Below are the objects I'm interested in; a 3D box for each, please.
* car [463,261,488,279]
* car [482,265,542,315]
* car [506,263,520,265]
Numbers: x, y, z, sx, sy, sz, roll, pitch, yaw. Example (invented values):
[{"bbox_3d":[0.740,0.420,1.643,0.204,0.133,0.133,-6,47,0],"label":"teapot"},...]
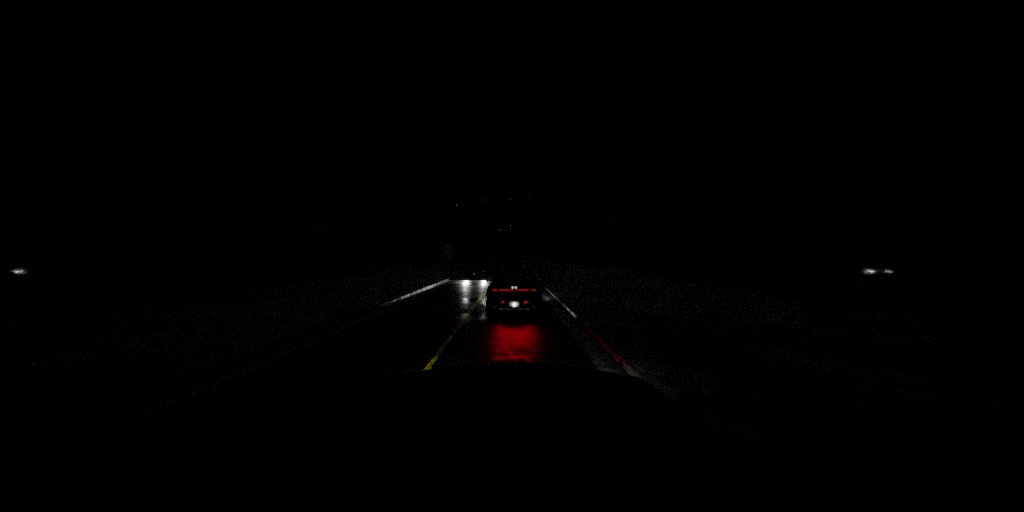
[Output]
[{"bbox_3d":[-3.090,1.218,31.502,1.837,1.490,4.892,0,0,0],"label":"car"},{"bbox_3d":[0.082,1.237,13.392,1.837,1.490,4.892,0,0,0],"label":"car"},{"bbox_3d":[0.083,1.277,28.851,1.994,1.385,4.181,0,0,0],"label":"car"}]
